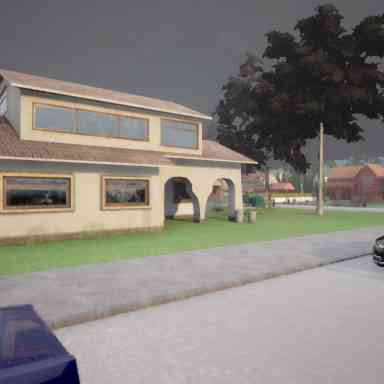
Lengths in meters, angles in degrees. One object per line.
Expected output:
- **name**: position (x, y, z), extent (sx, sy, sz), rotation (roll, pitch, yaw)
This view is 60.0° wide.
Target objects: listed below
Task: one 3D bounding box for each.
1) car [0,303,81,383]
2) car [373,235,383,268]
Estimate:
- **car**: position (-3.351, 1.601, 2.141), extent (4.718, 1.301, 1.895), rotation (0, 0, -37)
- **car**: position (7.368, 1.492, 10.133), extent (4.902, 1.511, 2.128), rotation (0, 0, -37)
